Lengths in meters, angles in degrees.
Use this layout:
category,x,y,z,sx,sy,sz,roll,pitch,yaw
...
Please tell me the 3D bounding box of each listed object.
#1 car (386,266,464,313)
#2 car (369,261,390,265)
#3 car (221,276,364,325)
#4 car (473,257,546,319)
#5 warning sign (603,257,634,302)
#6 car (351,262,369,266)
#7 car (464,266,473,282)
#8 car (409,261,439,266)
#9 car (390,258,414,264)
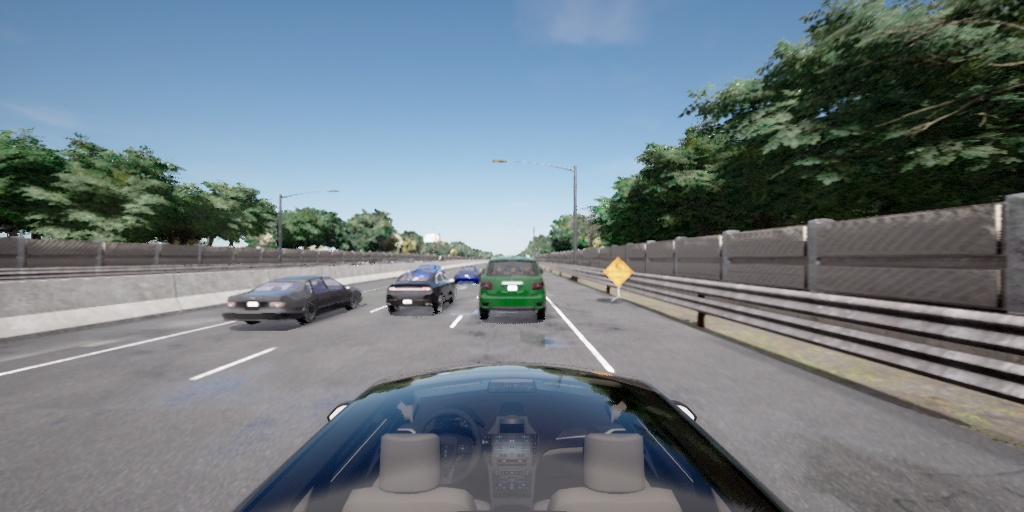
category,x,y,z,sx,sy,sz,roll,pitch,yaw
car,-3.454,1.327,14.352,2.128,1.511,4.902,0,0,1
car,-21.024,1.608,58.697,1.837,1.490,4.892,0,0,1
car,-6.976,1.369,12.180,2.033,1.411,5.357,0,0,0
car,0.034,1.052,13.299,2.150,2.045,5.566,0,0,0
warning sign,4.555,0.957,15.313,1.300,1.860,1.060,0,0,0
car,-24.515,1.704,58.682,1.895,1.301,4.718,0,0,1
car,-3.446,1.496,29.407,1.994,1.385,4.181,0,0,1
car,-6.936,1.416,30.559,1.882,1.535,5.008,0,0,1
car,-17.525,1.325,58.649,2.150,2.045,5.566,0,0,1
